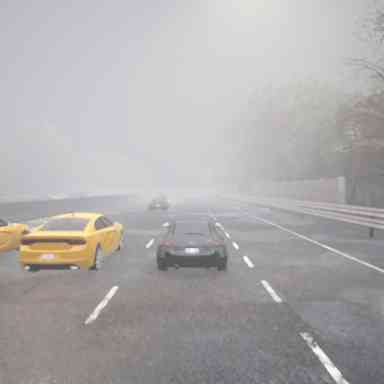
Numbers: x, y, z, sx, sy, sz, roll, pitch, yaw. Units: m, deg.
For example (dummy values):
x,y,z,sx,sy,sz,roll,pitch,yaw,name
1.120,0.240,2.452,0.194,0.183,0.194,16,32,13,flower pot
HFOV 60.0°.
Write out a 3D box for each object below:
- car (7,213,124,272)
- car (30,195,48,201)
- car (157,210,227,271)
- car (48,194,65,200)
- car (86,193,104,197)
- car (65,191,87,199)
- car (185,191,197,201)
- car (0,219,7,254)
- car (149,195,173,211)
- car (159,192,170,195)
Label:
x,y,z,sx,sy,sz,roll,pitch,yaw,name
-3.498,1.408,10.590,1.882,1.535,5.008,0,0,0,car
-27.912,1.178,61.597,2.033,1.411,5.357,0,0,1,car
0.005,1.490,10.696,1.994,1.385,4.181,0,0,0,car
-24.479,1.149,61.851,1.812,1.442,4.674,0,1,0,car
-17.488,1.063,61.972,1.882,1.535,5.008,0,1,0,car
-20.981,0.855,61.845,2.150,2.045,5.566,0,1,0,car
0.028,1.047,69.844,1.812,1.442,4.674,0,0,0,car
-6.999,1.412,10.472,1.882,1.535,5.008,0,0,0,car
-3.485,1.321,35.784,1.994,1.385,4.181,0,0,0,car
-6.967,0.938,79.705,1.882,1.535,5.008,0,0,0,car
